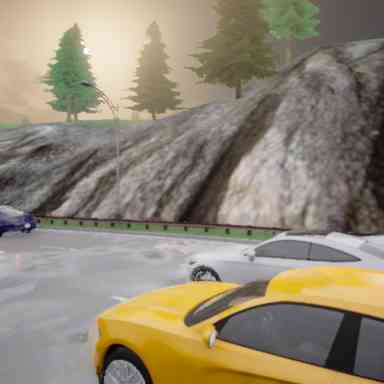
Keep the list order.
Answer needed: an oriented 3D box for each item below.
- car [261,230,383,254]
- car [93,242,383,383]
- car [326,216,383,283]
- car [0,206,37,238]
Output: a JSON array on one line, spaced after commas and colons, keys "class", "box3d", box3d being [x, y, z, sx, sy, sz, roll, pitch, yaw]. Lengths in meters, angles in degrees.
[{"class": "car", "box3d": [2.056, 1.487, 6.606, 4.674, 1.442, 1.812, 0, 0, 33]}, {"class": "car", "box3d": [1.215, 1.460, 3.002, 5.008, 1.535, 1.882, 0, 0, 35]}, {"class": "car", "box3d": [5.982, 1.480, 8.196, 4.674, 1.442, 1.812, 0, 0, 35]}, {"class": "car", "box3d": [-9.997, 1.424, 16.738, 4.674, 1.442, 1.812, 0, 0, 22]}]
